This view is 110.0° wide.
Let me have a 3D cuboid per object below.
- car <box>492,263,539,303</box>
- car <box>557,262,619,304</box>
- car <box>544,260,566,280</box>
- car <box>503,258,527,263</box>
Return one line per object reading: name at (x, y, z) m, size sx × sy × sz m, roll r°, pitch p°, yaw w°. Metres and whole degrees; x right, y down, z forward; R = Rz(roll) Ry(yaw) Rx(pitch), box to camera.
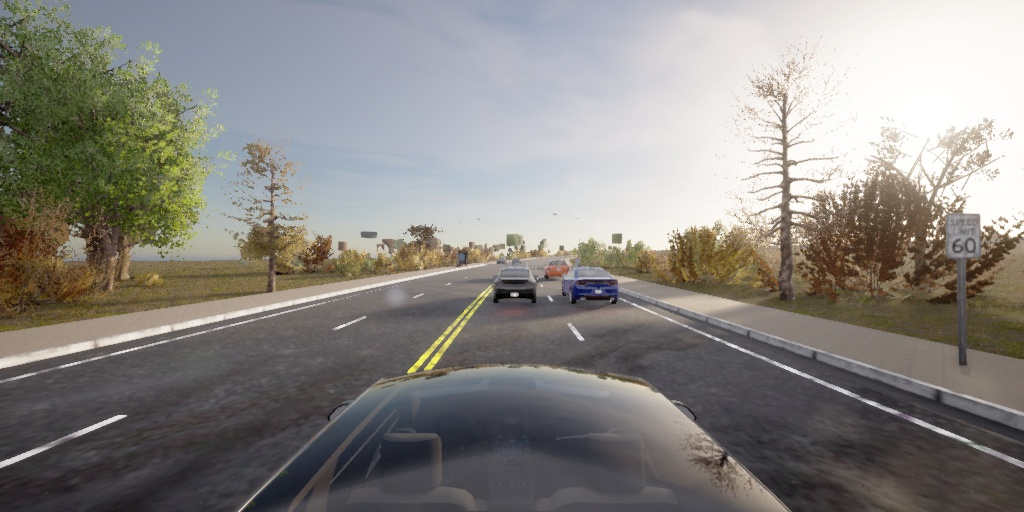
car at (0.157, 1.264, 16.450) m, size 1.837 × 1.490 × 4.892 m, roll 0°, pitch 0°, yaw 1°
car at (3.406, 1.231, 16.382) m, size 1.882 × 1.535 × 5.008 m, roll 0°, pitch 0°, yaw 1°
car at (3.876, 1.094, 31.242) m, size 2.097 × 1.767 × 4.553 m, roll 0°, pitch 0°, yaw 2°
car at (0.631, 1.225, 31.409) m, size 2.128 × 1.511 × 4.902 m, roll 0°, pitch 0°, yaw 2°
